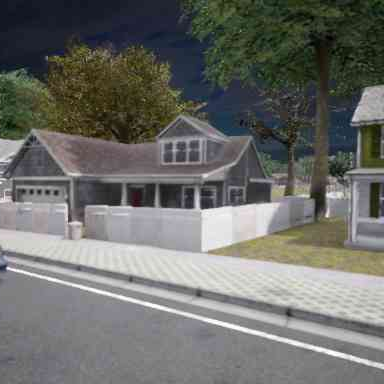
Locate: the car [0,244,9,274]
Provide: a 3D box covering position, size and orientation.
[{"bbox_3d":[-6.971,1.509,8.705,5.357,1.411,2.033,0,0,34],"label":"car"}]
